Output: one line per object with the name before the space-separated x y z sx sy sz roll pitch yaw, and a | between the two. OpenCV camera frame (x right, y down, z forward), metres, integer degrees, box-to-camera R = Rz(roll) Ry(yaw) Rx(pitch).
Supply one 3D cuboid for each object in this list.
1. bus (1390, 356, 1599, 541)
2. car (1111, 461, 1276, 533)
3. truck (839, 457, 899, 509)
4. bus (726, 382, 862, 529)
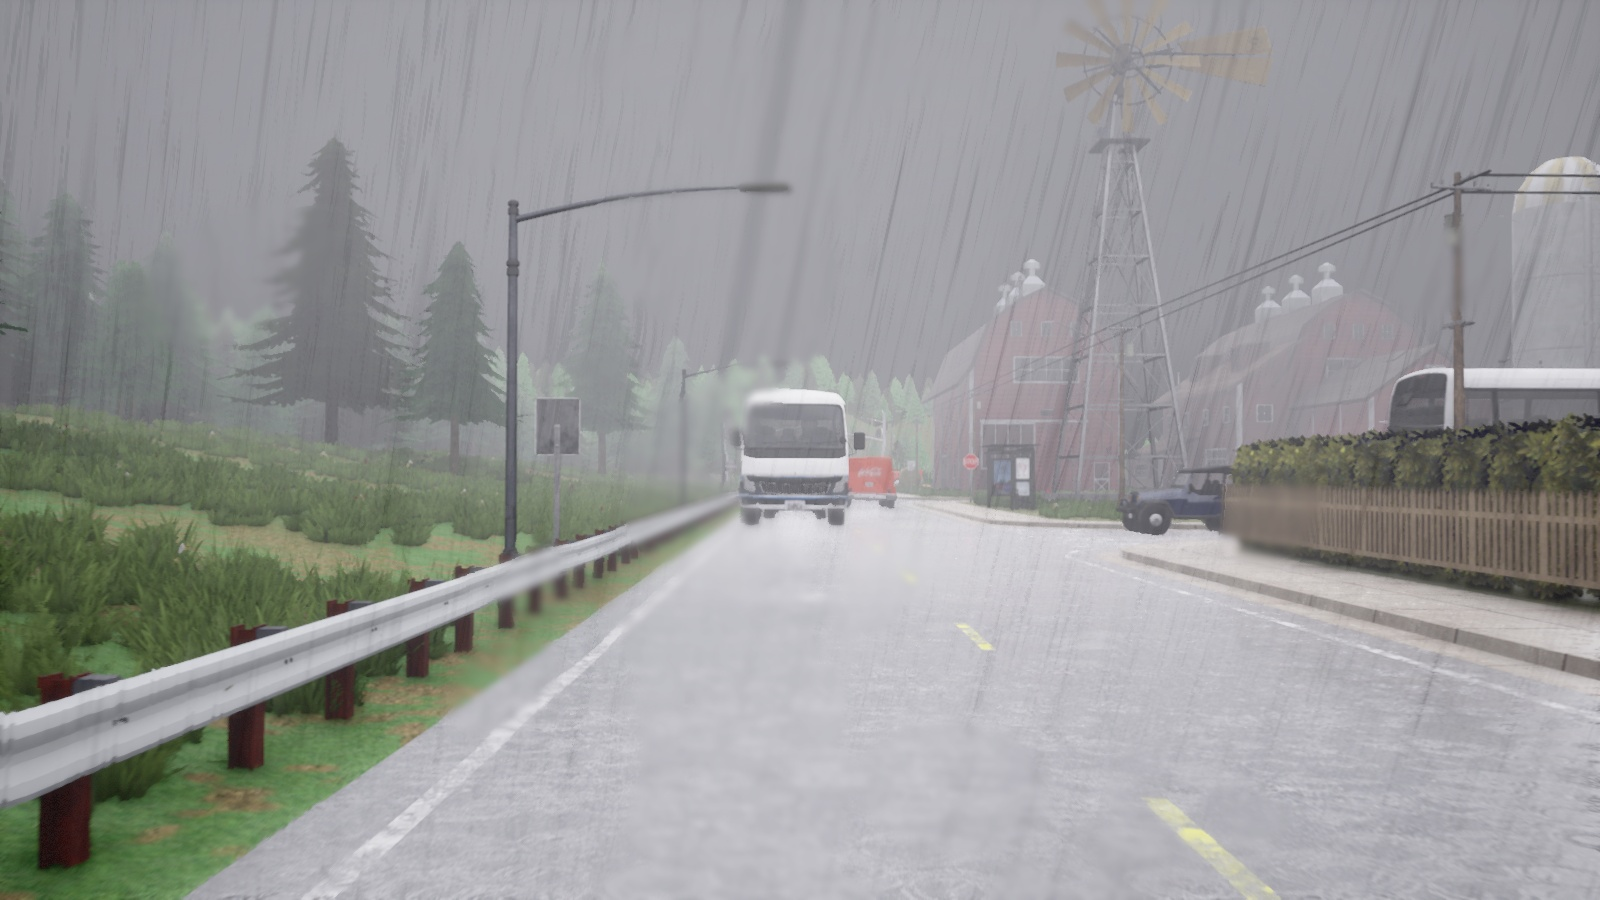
bus | 20.658 -0.009 31.005 10.273 4.253 3.944 0 -1 0
car | 10.716 1.272 34.402 3.866 1.878 1.905 0 -1 -1
truck | 3.344 1.581 61.772 2.627 2.467 5.204 0 -1 0
bus | -0.134 0.290 41.572 3.944 4.253 10.273 0 -1 0
